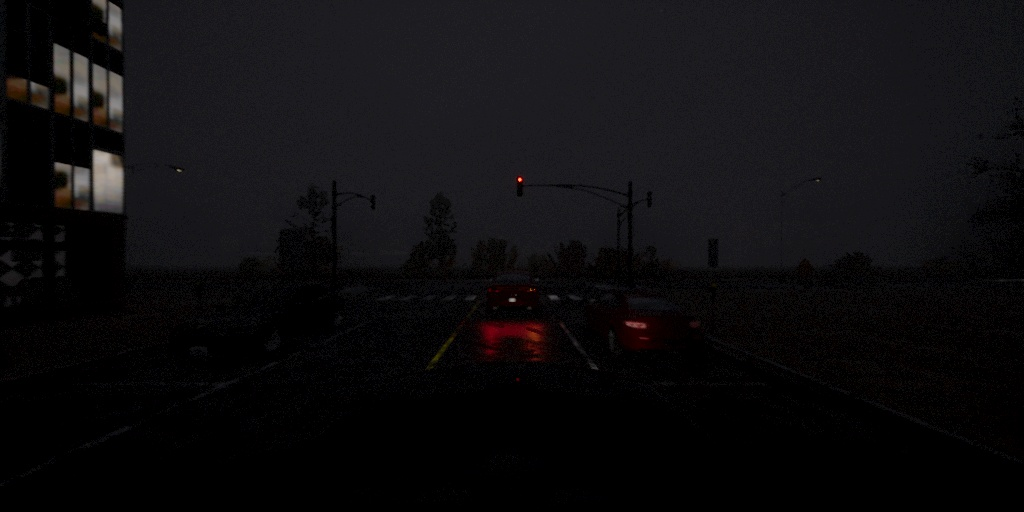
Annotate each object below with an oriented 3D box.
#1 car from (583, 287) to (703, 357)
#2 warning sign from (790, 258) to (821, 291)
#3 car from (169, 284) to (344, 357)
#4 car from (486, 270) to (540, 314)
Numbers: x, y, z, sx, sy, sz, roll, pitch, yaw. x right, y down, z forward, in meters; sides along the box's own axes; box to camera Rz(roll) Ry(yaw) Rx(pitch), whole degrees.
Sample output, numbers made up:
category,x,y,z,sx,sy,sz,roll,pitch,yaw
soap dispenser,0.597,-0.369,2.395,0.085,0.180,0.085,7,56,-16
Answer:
category,x,y,z,sx,sy,sz,roll,pitch,yaw
car,2.820,1.378,8.386,1.802,1.307,4.207,0,0,0
warning sign,17.004,1.026,20.773,1.060,1.860,1.300,0,0,-1
car,-5.690,1.363,8.698,1.948,1.339,4.313,0,0,0
car,0.081,1.313,14.329,1.882,1.535,5.008,0,0,2
